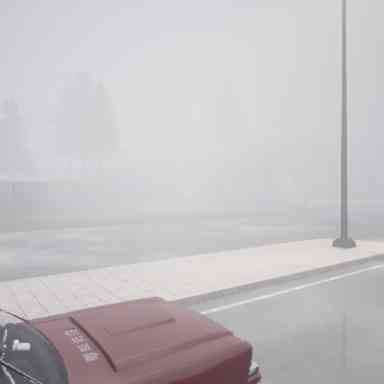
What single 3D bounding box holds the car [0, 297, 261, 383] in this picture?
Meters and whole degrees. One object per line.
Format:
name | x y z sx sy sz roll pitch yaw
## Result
car | -1.688 1.600 2.541 4.718 1.301 1.895 0 0 -35
